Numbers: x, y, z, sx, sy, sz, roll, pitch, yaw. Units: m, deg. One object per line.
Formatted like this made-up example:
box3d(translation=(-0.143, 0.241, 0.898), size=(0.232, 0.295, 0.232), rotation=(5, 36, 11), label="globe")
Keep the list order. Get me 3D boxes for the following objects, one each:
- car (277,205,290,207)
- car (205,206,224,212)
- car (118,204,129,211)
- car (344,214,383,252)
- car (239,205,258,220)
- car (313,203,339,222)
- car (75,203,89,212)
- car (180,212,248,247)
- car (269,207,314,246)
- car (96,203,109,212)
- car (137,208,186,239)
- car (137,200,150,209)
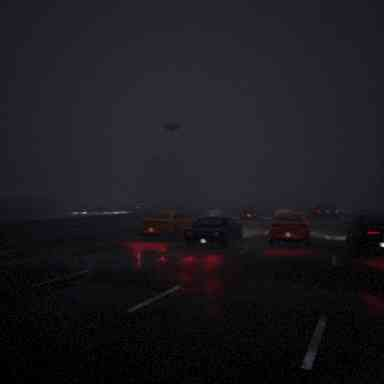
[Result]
box3d(translation=(9.235, 2.067, 33.434), size=(1.812, 1.442, 4.674), rotation=(-1, -1, 9), label="car")
box3d(translation=(2.393, 2.149, 34.930), size=(1.812, 1.442, 4.674), rotation=(-1, -1, 9), label="car")
box3d(translation=(-12.351, 2.803, 60.099), size=(1.895, 1.301, 4.718), rotation=(0, -1, -11), label="car")
box3d(translation=(7.917, 1.714, 14.560), size=(1.837, 1.490, 4.892), rotation=(-1, -1, 20), label="car")
box3d(translation=(5.817, 2.108, 34.193), size=(1.812, 1.442, 4.674), rotation=(-1, -1, 9), label="car")
box3d(translation=(12.536, 1.840, 31.978), size=(2.097, 1.767, 4.553), rotation=(-1, -1, 9), label="car")
box3d(translation=(-18.993, 2.716, 57.579), size=(1.837, 1.490, 4.892), rotation=(0, -1, -11), label="car")
box3d(translation=(1.286, 1.902, 16.758), size=(1.895, 1.301, 4.718), rotation=(-1, -1, 21), label="car")
box3d(translation=(5.113, 1.754, 17.053), size=(1.882, 1.535, 5.008), rotation=(-1, -1, 20), label="car")
box3d(translation=(-15.409, 2.654, 57.378), size=(1.882, 1.535, 5.008), rotation=(0, -1, -10), label="car")
box3d(translation=(-1.311, 1.856, 19.852), size=(1.882, 1.535, 5.008), rotation=(-1, -1, 20), label="car")
box3d(translation=(-9.079, 2.426, 61.615), size=(2.150, 2.045, 5.566), rotation=(0, -1, -12), label="car")
